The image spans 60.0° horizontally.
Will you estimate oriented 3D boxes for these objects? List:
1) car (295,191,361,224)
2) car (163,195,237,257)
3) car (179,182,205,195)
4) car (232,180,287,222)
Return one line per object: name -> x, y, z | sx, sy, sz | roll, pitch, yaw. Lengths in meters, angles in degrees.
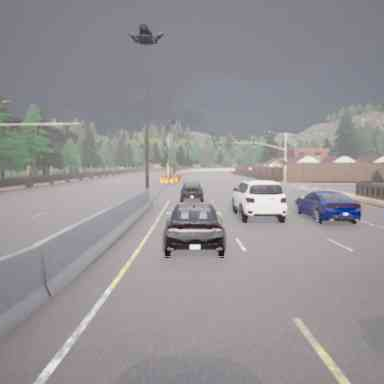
car -> 7.038, 0.669, 17.699 | 1.882, 1.535, 5.008 | 0, 5, 0
car -> 0.068, 1.127, 11.356 | 2.128, 1.511, 4.902 | 0, 3, 0
car -> -0.014, -0.090, 27.501 | 1.837, 1.490, 4.892 | 0, 5, 0
car -> 3.533, 0.370, 18.188 | 2.150, 2.045, 5.566 | 0, 4, 0
